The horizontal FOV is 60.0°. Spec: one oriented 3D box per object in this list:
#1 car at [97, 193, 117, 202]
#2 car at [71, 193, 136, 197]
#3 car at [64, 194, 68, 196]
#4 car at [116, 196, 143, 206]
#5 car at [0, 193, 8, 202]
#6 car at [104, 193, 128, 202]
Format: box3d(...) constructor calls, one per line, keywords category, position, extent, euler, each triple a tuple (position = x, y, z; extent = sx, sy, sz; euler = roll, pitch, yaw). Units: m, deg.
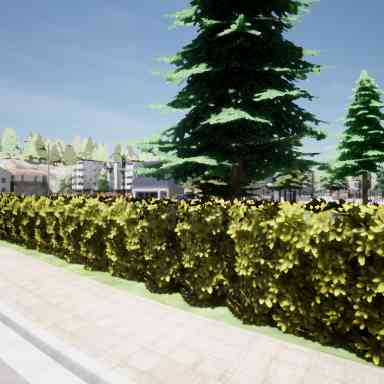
box3d(category="car", position=(-18.225, 1.077, 71.435), extent=(1.905, 1.878, 3.866), euler=(0, 0, 44))
box3d(category="car", position=(-8.090, 1.221, 31.073), extent=(2.150, 2.045, 5.566), euler=(0, 0, 44))
box3d(category="car", position=(-27.333, 1.154, 80.420), extent=(2.152, 1.636, 5.027), euler=(0, 0, 44))
box3d(category="car", position=(-10.068, 1.384, 53.349), extent=(1.970, 1.475, 3.806), euler=(0, 0, 44))
box3d(category="car", position=(-41.776, 1.097, 70.250), extent=(1.932, 1.855, 4.605), euler=(0, 0, 44))
box3d(category="car", position=(-15.867, 1.097, 69.687), extent=(1.932, 1.855, 4.605), euler=(0, 0, 44))
